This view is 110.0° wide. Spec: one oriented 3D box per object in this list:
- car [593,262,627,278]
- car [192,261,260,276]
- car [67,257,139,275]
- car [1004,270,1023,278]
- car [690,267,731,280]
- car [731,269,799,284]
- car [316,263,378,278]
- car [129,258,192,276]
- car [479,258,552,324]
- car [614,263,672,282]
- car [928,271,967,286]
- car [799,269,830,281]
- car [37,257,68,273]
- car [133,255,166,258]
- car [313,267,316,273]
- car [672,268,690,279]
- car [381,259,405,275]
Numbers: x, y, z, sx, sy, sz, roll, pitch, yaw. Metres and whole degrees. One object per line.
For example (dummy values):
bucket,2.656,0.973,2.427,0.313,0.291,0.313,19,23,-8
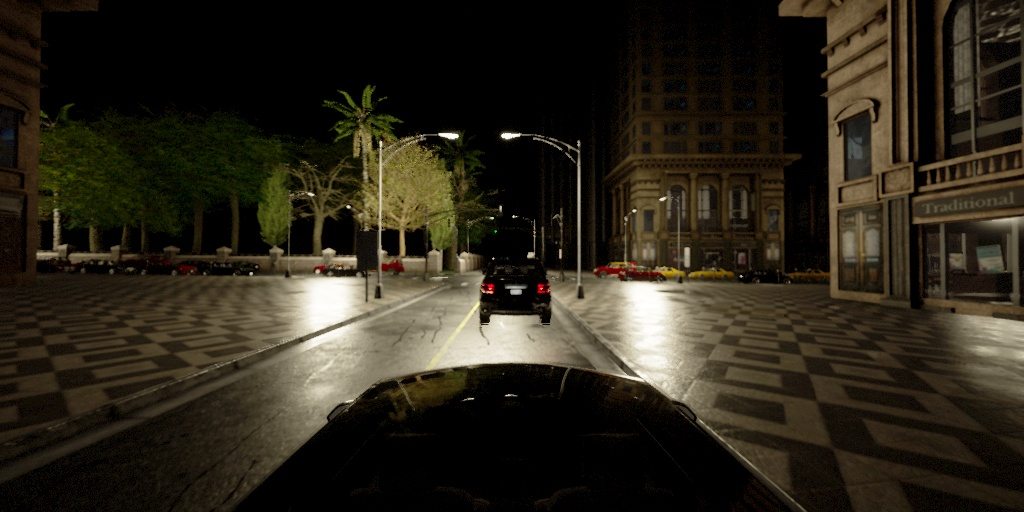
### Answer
car,11.885,1.645,41.170,5.009,1.841,2.192,0,0,0
car,-26.019,1.226,32.781,4.313,1.339,1.948,0,0,0
car,-37.067,1.040,32.821,4.403,1.370,2.007,0,0,0
car,45.107,2.078,32.528,4.097,1.591,1.967,0,0,0
car,22.796,2.005,41.131,4.829,1.417,1.751,0,0,0
car,22.946,1.923,32.606,4.313,1.339,1.948,0,0,0
car,-14.971,1.375,32.742,4.403,1.370,2.007,0,0,0
car,-31.543,1.120,32.801,4.507,1.381,1.888,0,0,0
car,0.105,1.069,12.504,2.150,2.045,5.566,0,0,0
car,11.866,1.648,32.646,4.097,1.591,1.967,0,0,0
car,39.566,2.153,32.547,4.207,1.307,1.802,0,0,0
car,33.877,2.148,41.092,4.829,1.417,1.751,0,0,0
car,-42.591,0.985,32.841,4.207,1.307,1.802,0,0,0
car,-42.572,0.840,41.365,5.009,1.841,2.192,0,0,0
car,-20.477,1.409,41.286,4.507,1.381,1.888,0,0,0
car,17.256,1.931,41.151,4.829,1.417,1.751,0,0,0
car,-14.953,1.261,41.266,5.009,1.841,2.192,0,0,0
